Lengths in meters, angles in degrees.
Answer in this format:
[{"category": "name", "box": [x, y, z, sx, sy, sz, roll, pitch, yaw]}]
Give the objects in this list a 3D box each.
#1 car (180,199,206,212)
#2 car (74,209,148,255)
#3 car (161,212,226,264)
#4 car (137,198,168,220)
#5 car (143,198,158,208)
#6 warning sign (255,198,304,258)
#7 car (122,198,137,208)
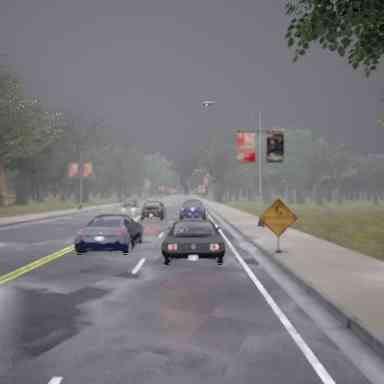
[{"category": "car", "box": [0.069, 1.404, 27.940, 2.097, 1.767, 4.553, 0, 0, 0]}, {"category": "car", "box": [-3.178, 1.578, 13.470, 1.994, 1.385, 4.181, 0, 0, 0]}, {"category": "car", "box": [0.063, 1.614, 11.799, 1.895, 1.301, 4.718, 0, 0, 0]}, {"category": "car", "box": [-3.177, 1.561, 28.373, 1.837, 1.490, 4.892, 0, 0, 0]}, {"category": "car", "box": [-6.560, 1.723, 52.789, 1.812, 1.442, 4.674, 0, -1, 0]}, {"category": "warning sign", "box": [2.843, 1.128, 10.967, 1.300, 1.860, 1.060, 0, 0, 0]}, {"category": "car", "box": [-9.811, 1.704, 52.967, 1.837, 1.490, 4.892, 0, -1, 0]}]
